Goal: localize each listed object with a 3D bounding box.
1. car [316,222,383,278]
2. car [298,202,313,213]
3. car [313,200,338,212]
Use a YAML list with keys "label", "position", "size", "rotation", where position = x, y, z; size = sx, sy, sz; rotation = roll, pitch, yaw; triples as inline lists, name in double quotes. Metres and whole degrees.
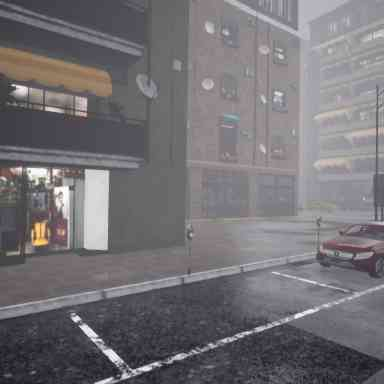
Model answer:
- label: "car"
  position: [5.549, 1.588, 10.109]
  size: [4.206, 1.307, 1.802]
  rotation: [0, 1, -36]
- label: "car"
  position: [10.698, 1.559, 37.831]
  size: [2.128, 1.511, 4.902]
  rotation: [2, -1, -36]
- label: "car"
  position: [15.268, 1.707, 40.744]
  size: [1.752, 1.417, 4.829]
  rotation: [1, -1, -36]
